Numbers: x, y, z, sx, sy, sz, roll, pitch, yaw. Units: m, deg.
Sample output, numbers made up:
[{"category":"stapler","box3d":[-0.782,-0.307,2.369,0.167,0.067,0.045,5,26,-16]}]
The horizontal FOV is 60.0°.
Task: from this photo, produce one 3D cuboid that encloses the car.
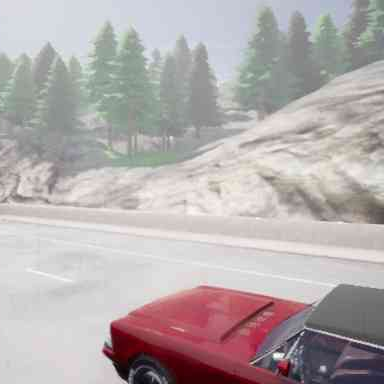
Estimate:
[{"category":"car","box3d":[1.365,1.597,3.019,4.718,1.301,1.895,1,0,36]}]
